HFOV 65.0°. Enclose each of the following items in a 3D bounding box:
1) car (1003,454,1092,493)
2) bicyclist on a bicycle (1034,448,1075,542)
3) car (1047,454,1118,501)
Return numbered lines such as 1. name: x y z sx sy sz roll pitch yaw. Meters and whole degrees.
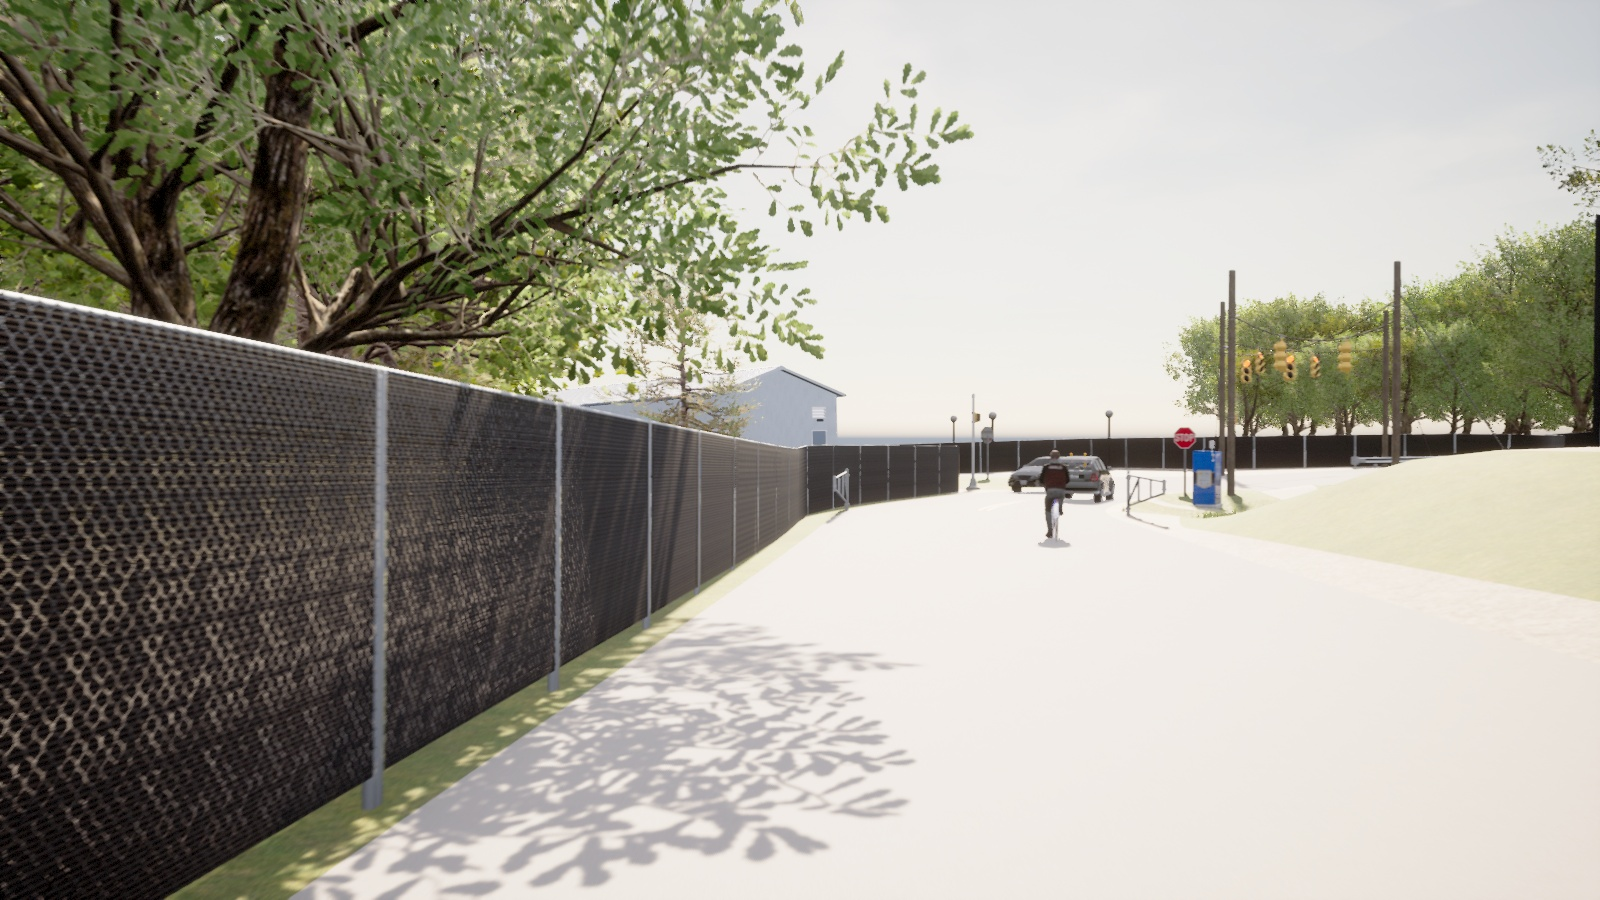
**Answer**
1. car: 10.166 0.928 51.426 1.816 1.474 4.193 0 0 39
2. bicyclist on a bicycle: 4.989 0.846 24.664 0.659 1.776 1.843 0 0 8
3. car: 9.839 0.913 43.571 1.789 1.549 3.705 0 0 23
